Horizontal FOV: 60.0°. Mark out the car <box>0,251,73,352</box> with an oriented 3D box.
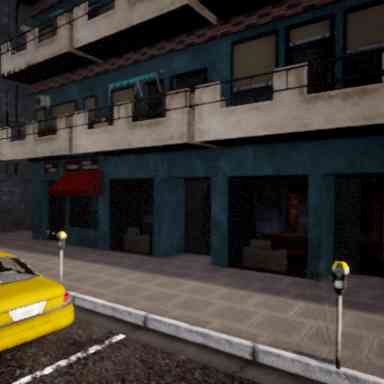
[{"bbox_3d":[-4.050,1.561,5.751,4.829,1.417,1.752,0,1,36],"label":"car"}]
